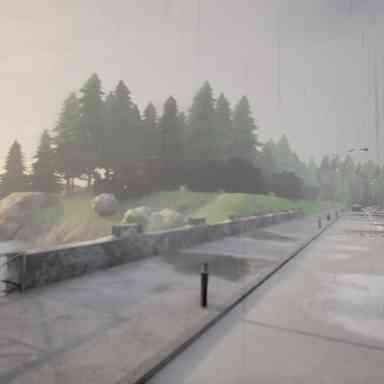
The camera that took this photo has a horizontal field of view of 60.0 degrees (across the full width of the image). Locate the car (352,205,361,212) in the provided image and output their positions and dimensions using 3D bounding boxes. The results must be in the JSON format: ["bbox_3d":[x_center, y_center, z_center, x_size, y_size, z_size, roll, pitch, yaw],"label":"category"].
[{"bbox_3d":[37.550,3.729,75.801,1.882,1.535,5.008,2,-1,27],"label":"car"}]
